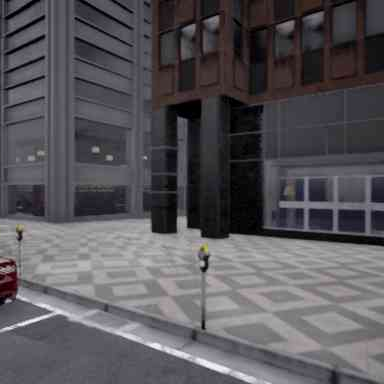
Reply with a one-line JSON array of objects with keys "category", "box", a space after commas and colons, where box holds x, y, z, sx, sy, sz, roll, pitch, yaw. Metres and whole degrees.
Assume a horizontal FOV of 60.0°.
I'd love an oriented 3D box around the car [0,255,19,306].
[{"category": "car", "box": [-5.297, 1.546, 6.741, 4.507, 1.381, 1.887, 0, 0, 36]}]
